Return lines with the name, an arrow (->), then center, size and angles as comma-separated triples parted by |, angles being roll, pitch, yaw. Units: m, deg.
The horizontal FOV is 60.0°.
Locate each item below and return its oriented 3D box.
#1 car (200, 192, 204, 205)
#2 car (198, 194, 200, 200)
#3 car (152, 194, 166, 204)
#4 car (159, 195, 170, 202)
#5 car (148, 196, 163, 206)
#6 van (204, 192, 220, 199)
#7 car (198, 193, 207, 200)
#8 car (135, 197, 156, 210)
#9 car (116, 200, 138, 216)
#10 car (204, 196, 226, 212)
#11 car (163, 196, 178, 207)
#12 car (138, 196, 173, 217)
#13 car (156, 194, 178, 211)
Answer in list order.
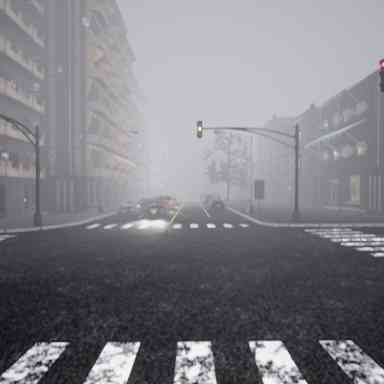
car -> 2.678, 1.232, 52.332 | 1.967, 1.590, 4.097 | 0, 0, 0
car -> 2.673, 1.013, 74.465 | 2.192, 1.841, 5.009 | 0, 0, 0
car -> -5.704, 1.209, 57.870 | 1.967, 1.590, 4.097 | 0, 0, 0
car -> -5.704, 1.304, 68.938 | 1.802, 1.307, 4.206 | 0, 0, 0
car -> -5.701, 1.374, 52.338 | 1.802, 1.307, 4.206 | 0, 0, 0
van -> 2.679, 1.179, 41.264 | 1.690, 1.788, 3.998 | 0, 0, 0
car -> 2.672, 1.089, 85.532 | 1.967, 1.590, 4.097 | 0, 0, 0
car -> -5.699, 1.383, 41.271 | 1.887, 1.381, 4.507 | 0, 0, 0
car -> -5.698, 1.434, 30.204 | 2.008, 1.369, 4.403 | 0, 0, 0
car -> 2.682, 1.426, 35.731 | 1.947, 1.339, 4.313 | 0, 0, 0
car -> -3.082, 1.371, 48.695 | 1.994, 1.385, 4.181 | 0, 0, 0
car -> -3.096, 1.377, 29.472 | 2.128, 1.511, 4.902 | 0, 0, 0
car -> -3.090, 1.202, 38.661 | 2.097, 1.767, 4.553 | 0, 0, 0
